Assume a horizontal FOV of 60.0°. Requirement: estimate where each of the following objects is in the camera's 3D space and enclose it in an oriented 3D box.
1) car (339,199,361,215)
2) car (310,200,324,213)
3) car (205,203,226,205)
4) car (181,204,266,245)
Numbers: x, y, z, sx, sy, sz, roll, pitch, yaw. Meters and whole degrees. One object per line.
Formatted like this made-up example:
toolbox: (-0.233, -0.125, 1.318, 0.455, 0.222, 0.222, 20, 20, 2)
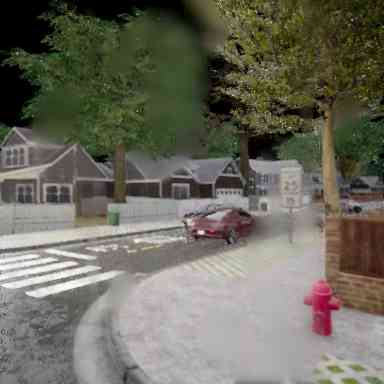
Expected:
car: (14.693, 1.423, 31.705, 2.128, 1.511, 4.902, 0, 0, 39)
car: (14.455, 1.547, 36.025, 1.895, 1.301, 4.718, 0, 0, 40)
car: (1.352, 1.423, 19.445, 2.128, 1.511, 4.902, 0, 0, 37)
car: (1.725, 1.442, 15.098, 1.812, 1.442, 4.674, 0, 0, 37)
